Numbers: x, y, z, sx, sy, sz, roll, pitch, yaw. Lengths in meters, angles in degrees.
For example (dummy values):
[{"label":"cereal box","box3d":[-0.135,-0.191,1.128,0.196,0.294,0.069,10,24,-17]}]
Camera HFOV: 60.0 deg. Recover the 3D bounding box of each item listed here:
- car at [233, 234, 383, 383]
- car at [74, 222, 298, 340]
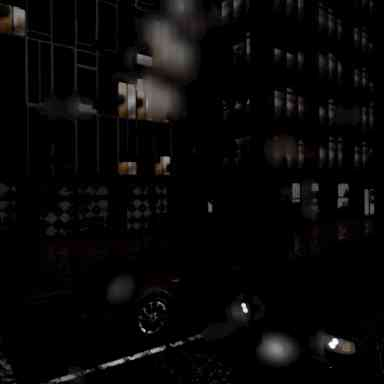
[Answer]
[{"label":"car","box3d":[3.210,1.556,5.655,5.357,1.411,2.033,0,0,-35]},{"label":"car","box3d":[-0.119,1.446,6.477,4.097,1.590,1.967,0,-1,-35]}]
